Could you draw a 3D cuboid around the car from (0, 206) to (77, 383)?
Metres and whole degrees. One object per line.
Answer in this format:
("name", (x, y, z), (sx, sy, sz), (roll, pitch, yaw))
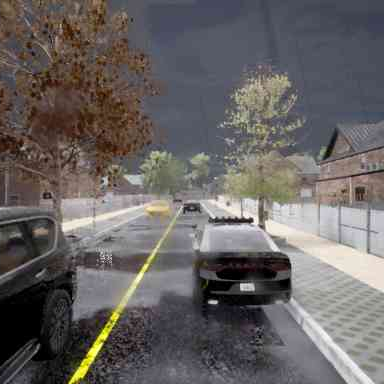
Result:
("car", (-2.856, 1.223, 3.018), (2.150, 2.045, 5.566), (0, 0, 0))

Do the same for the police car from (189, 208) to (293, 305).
("police car", (0.945, 1.430, 8.288), (1.930, 1.638, 5.238), (0, 0, 0))

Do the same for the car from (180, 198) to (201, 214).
("car", (0.004, 1.503, 36.279), (1.882, 1.535, 5.008), (0, 0, 0))

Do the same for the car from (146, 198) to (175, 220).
("car", (-2.809, 1.496, 28.682), (1.882, 1.535, 5.008), (0, 0, 0))

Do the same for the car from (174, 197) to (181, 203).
("car", (-2.890, 1.673, 68.047), (1.895, 1.301, 4.718), (0, 0, 0))

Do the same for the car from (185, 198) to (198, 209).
("car", (-0.044, 1.564, 46.724), (1.812, 1.442, 4.674), (0, 0, 0))
